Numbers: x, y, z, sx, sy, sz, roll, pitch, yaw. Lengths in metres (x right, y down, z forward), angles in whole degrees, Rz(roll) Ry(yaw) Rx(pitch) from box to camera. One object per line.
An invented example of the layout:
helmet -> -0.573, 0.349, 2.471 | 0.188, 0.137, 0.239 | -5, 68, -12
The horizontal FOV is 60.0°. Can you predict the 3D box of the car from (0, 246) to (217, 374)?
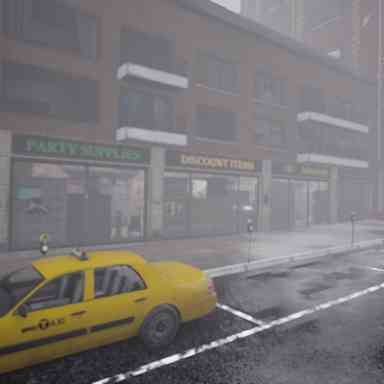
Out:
car -> -1.867, 1.518, 4.738 | 4.829, 1.417, 1.752 | 0, 2, -35
